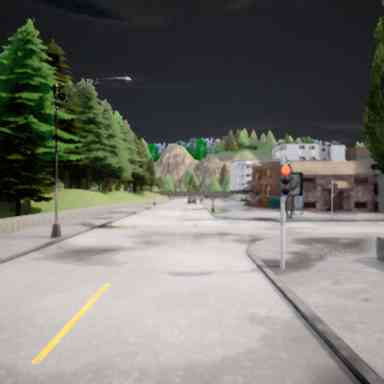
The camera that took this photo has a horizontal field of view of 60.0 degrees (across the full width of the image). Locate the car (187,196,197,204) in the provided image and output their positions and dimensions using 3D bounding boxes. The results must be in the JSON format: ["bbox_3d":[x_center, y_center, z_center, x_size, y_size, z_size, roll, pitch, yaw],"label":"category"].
[{"bbox_3d":[-0.007,1.773,69.840,2.128,1.511,4.902,0,0,0],"label":"car"}]

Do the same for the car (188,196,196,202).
[{"bbox_3d":[-0.008,1.627,80.261,1.837,1.490,4.892,0,0,0],"label":"car"}]
